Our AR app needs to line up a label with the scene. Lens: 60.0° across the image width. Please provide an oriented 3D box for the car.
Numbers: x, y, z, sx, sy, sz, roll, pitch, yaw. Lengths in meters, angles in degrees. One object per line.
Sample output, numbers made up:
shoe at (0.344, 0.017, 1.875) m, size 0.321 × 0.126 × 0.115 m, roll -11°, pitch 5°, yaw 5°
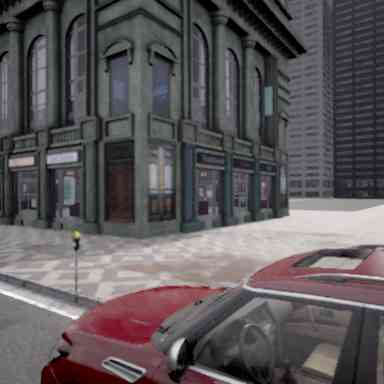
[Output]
car at (1.124, 1.315, 2.167) m, size 5.009 × 1.841 × 2.192 m, roll 0°, pitch 0°, yaw 35°
